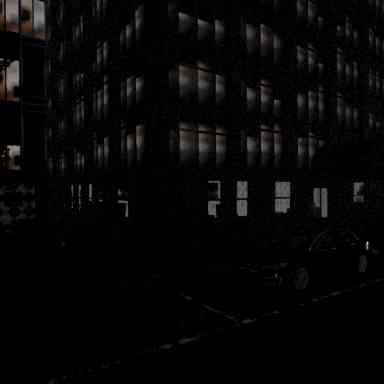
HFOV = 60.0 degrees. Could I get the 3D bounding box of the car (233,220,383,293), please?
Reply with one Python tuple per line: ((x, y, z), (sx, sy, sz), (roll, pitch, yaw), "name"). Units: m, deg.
((3.014, 1.549, 8.713), (4.403, 1.369, 2.008), (0, -1, -35), "car")
